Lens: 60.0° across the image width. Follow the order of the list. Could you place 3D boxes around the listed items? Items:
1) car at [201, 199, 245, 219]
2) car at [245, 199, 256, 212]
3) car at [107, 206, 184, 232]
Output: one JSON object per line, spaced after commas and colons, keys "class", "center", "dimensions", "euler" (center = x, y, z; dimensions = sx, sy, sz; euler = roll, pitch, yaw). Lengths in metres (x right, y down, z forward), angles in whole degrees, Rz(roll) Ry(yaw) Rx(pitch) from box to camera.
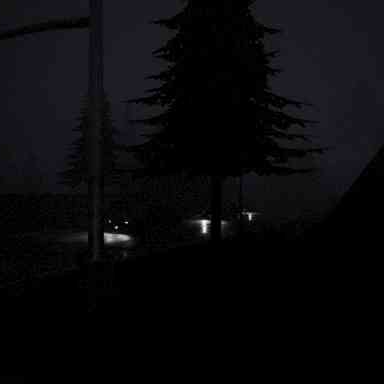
{"class": "car", "center": [2.691, 1.547, 29.248], "dimensions": [2.033, 1.411, 5.357], "euler": [0, 0, 26]}
{"class": "car", "center": [6.459, 1.547, 38.985], "dimensions": [2.033, 1.411, 5.357], "euler": [0, 0, 16]}
{"class": "car", "center": [-2.629, 1.547, 20.380], "dimensions": [2.033, 1.411, 5.357], "euler": [0, 0, 35]}
